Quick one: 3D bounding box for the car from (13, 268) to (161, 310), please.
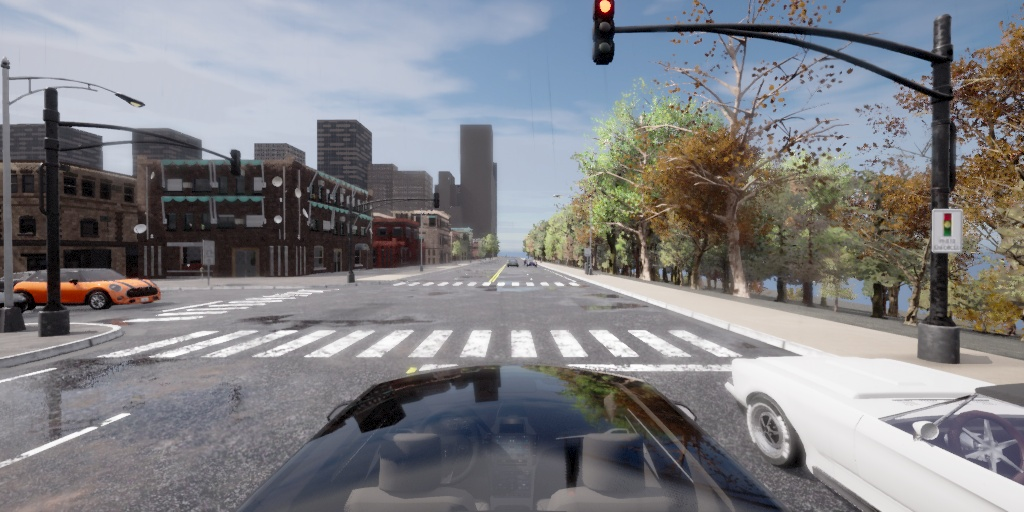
[{"bbox_3d":[-17.966,1.301,15.309,4.553,1.767,2.097,-1,1,-1],"label":"car"}]

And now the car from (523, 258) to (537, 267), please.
[{"bbox_3d":[3.417,1.327,63.712,1.895,1.301,4.718,0,0,0],"label":"car"}]

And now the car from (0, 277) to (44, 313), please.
[{"bbox_3d":[-19.936,1.565,12.575,4.313,1.339,1.948,0,0,0],"label":"car"}]

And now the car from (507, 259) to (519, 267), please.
[{"bbox_3d":[0.155,1.290,63.434,1.994,1.385,4.181,0,0,1],"label":"car"}]

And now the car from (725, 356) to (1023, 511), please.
[{"bbox_3d":[3.350,1.351,1.927,1.895,1.301,4.718,0,0,0],"label":"car"}]
